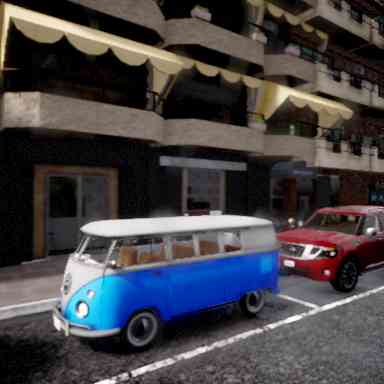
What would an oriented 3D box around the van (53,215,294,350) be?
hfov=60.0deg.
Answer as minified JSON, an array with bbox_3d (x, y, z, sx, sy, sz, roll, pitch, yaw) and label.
[{"bbox_3d":[-0.200,1.350,5.947,3.998,1.788,1.690,0,0,-35],"label":"van"}]

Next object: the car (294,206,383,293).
[{"bbox_3d":[4.307,1.339,9.162,5.009,1.841,2.192,0,0,-35],"label":"car"}]
